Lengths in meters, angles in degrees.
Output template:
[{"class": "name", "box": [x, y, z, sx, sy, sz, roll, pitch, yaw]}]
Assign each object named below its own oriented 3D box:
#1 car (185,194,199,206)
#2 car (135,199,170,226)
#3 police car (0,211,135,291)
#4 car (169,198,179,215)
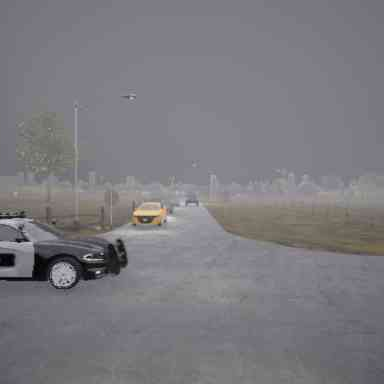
[{"class": "car", "box": [0.018, 1.264, 55.383, 2.150, 2.045, 5.566, 0, 0, 0]}, {"class": "car", "box": [-2.880, 1.487, 23.406, 1.882, 1.535, 5.008, 0, 0, 1]}, {"class": "police car", "box": [-4.254, 1.309, 8.098, 5.238, 1.638, 1.930, 1, -1, 0]}, {"class": "car", "box": [-2.836, 1.504, 34.306, 2.128, 1.511, 4.902, 0, 0, 0]}]
